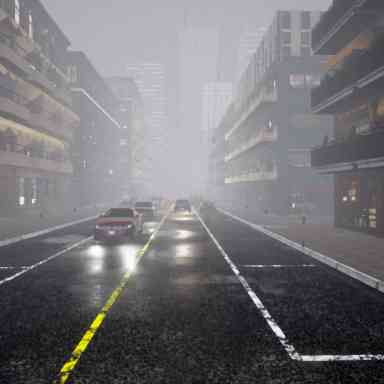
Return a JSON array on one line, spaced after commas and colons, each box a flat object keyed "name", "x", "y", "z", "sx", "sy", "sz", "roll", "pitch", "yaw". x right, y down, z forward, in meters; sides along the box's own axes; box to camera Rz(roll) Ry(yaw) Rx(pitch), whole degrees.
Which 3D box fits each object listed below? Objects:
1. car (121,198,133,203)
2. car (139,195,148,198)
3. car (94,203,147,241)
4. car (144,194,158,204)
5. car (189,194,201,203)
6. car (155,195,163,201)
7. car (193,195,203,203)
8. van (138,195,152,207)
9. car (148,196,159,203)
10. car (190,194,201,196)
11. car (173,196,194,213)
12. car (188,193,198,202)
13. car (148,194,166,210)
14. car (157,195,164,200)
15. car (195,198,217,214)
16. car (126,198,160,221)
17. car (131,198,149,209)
[{"name": "car", "x": -6.730, "y": 1.574, "z": 34.669, "sx": 1.802, "sy": 1.307, "sz": 4.206, "roll": -1, "pitch": 0, "yaw": -2}, {"name": "car", "x": -6.911, "y": 1.431, "z": 40.268, "sx": 1.967, "sy": 1.590, "sz": 4.097, "roll": -1, "pitch": 0, "yaw": -2}, {"name": "car", "x": -3.590, "y": 1.521, "z": 16.858, "sx": 1.812, "sy": 1.442, "sz": 4.674, "roll": 0, "pitch": 0, "yaw": -2}, {"name": "car", "x": -7.655, "y": 1.302, "z": 62.664, "sx": 2.192, "sy": 1.841, "sz": 5.009, "roll": -1, "pitch": 0, "yaw": -2}, {"name": "car", "x": 0.531, "y": 1.302, "z": 68.503, "sx": 2.192, "sy": 1.841, "sz": 5.009, "roll": -1, "pitch": 0, "yaw": -2}, {"name": "car", "x": -8.381, "y": 1.566, "z": 85.060, "sx": 1.802, "sy": 1.307, "sz": 4.206, "roll": -1, "pitch": 0, "yaw": -2}, {"name": "car", "x": 1.248, "y": 1.515, "z": 46.276, "sx": 1.752, "sy": 1.417, "sz": 4.829, "roll": -1, "pitch": 0, "yaw": -2}, {"name": "van", "x": -7.272, "y": 1.330, "z": 51.466, "sx": 1.690, "sy": 1.788, "sz": 3.998, "roll": -1, "pitch": 0, "yaw": -2}, {"name": "car", "x": -7.849, "y": 1.537, "z": 68.263, "sx": 2.008, "sy": 1.369, "sz": 4.403, "roll": -1, "pitch": 0, "yaw": -2}, {"name": "car", "x": 0.891, "y": 1.303, "z": 57.305, "sx": 2.192, "sy": 1.841, "sz": 5.009, "roll": -1, "pitch": 0, "yaw": -2}, {"name": "car", "x": -1.061, "y": 1.497, "z": 36.937, "sx": 1.837, "sy": 1.490, "sz": 4.892, "roll": 0, "pitch": 0, "yaw": -2}, {"name": "car", "x": 0.172, "y": 1.300, "z": 79.702, "sx": 2.192, "sy": 1.841, "sz": 5.009, "roll": -1, "pitch": 0, "yaw": -2}, {"name": "car", "x": -4.398, "y": 1.342, "z": 42.028, "sx": 2.097, "sy": 1.767, "sz": 4.553, "roll": 0, "pitch": 0, "yaw": -2}, {"name": "car", "x": -8.561, "y": 1.566, "z": 90.659, "sx": 1.802, "sy": 1.307, "sz": 4.206, "roll": -1, "pitch": 0, "yaw": -2}, {"name": "car", "x": 1.614, "y": 1.574, "z": 34.908, "sx": 1.802, "sy": 1.307, "sz": 4.206, "roll": -1, "pitch": 0, "yaw": -2}, {"name": "car", "x": -3.902, "y": 1.499, "z": 27.218, "sx": 1.837, "sy": 1.490, "sz": 4.892, "roll": 0, "pitch": 0, "yaw": -2}, {"name": "car", "x": -7.090, "y": 1.541, "z": 45.867, "sx": 2.008, "sy": 1.369, "sz": 4.403, "roll": -1, "pitch": 0, "yaw": -2}]
